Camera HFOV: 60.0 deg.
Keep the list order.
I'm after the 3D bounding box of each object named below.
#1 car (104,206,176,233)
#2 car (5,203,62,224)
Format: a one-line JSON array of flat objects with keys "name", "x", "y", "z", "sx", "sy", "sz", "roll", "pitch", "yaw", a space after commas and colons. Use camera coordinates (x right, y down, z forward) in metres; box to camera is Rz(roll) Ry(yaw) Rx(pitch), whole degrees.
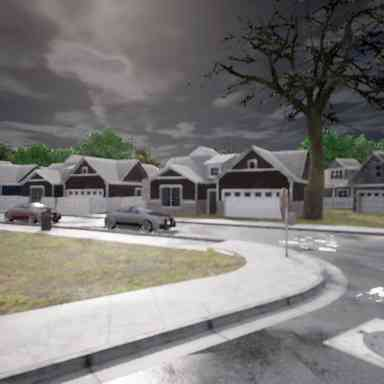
[{"name": "car", "x": -2.974, "y": 1.482, "z": 18.867, "sx": 4.181, "sy": 1.385, "sz": 1.994, "roll": 0, "pitch": 0, "yaw": 30}, {"name": "car", "x": -11.219, "y": 1.446, "z": 23.500, "sx": 4.181, "sy": 1.385, "sz": 1.994, "roll": 0, "pitch": 0, "yaw": 29}]
